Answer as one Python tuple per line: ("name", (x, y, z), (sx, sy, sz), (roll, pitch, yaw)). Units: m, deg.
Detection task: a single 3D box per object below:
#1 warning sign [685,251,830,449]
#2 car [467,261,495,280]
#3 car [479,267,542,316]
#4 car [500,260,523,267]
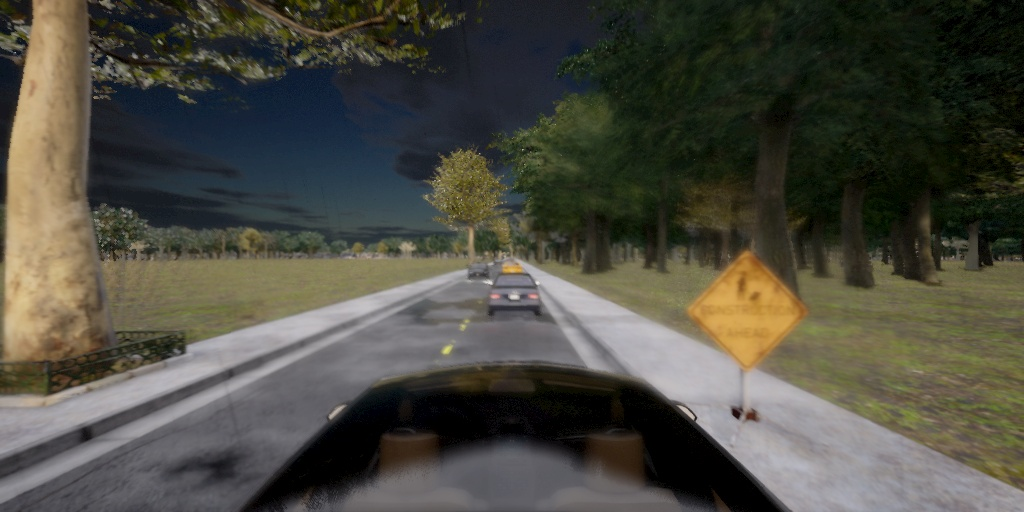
("warning sign", (2.517, 0.872, 3.876), (1.300, 1.860, 1.060), (0, 0, 0))
("car", (-2.848, 1.332, 32.264), (1.837, 1.490, 4.892), (0, 0, 0))
("car", (0.095, 1.331, 13.590), (2.033, 1.411, 5.357), (0, 0, 0))
("car", (0.097, 1.311, 34.982), (1.882, 1.535, 5.008), (0, 0, 0))
